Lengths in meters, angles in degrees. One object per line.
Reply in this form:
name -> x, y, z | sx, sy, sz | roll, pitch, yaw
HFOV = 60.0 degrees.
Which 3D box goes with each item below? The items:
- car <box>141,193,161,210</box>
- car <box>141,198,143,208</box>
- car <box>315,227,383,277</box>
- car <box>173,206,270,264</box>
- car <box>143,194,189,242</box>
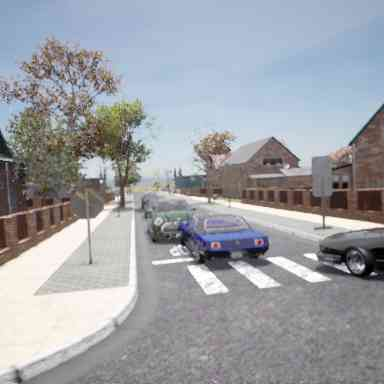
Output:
car -> -4.495, 0.955, 36.078 | 1.882, 1.535, 5.008 | -3, 2, -10
car -> -2.608, 1.185, 25.281 | 1.994, 1.385, 4.181 | -3, 1, -10
car -> 5.542, 1.139, 7.055 | 5.357, 1.411, 2.033 | -2, 2, 41
car -> 0.766, 1.359, 11.054 | 1.895, 1.301, 4.718 | -3, 2, -11
car -> -0.919, 1.113, 15.294 | 2.097, 1.767, 4.553 | -3, 1, -11
